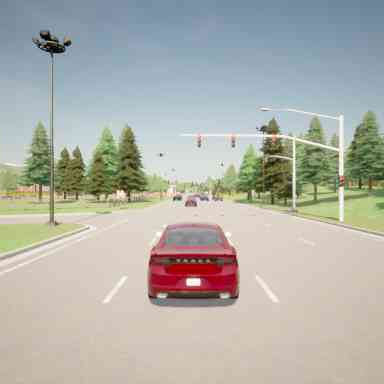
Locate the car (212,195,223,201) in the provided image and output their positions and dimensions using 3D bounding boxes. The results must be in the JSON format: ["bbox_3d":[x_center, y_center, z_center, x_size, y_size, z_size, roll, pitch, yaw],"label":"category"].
[{"bbox_3d":[6.757,1.605,83.757,2.128,1.511,4.902,0,0,0],"label":"car"}]

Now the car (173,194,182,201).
[{"bbox_3d":[-3.743,1.557,83.726,1.882,1.535,5.008,0,0,0],"label":"car"}]

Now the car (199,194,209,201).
[{"bbox_3d":[3.256,1.605,84.163,1.812,1.442,4.674,0,0,0],"label":"car"}]

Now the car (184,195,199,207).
[{"bbox_3d":[-0.153,1.581,53.123,1.812,1.442,4.674,0,0,0],"label":"car"}]

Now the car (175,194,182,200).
[{"bbox_3d":[-3.773,1.409,94.146,1.882,1.535,5.008,0,0,0],"label":"car"}]

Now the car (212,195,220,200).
[{"bbox_3d":[6.726,1.471,94.177,2.033,1.411,5.357,0,0,0],"label":"car"}]

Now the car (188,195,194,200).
[{"bbox_3d":[-0.274,1.526,94.186,1.895,1.301,4.718,0,0,0],"label":"car"}]

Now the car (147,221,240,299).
[{"bbox_3d":[0.038,1.487,8.521,1.882,1.535,5.008,0,0,0],"label":"car"}]
